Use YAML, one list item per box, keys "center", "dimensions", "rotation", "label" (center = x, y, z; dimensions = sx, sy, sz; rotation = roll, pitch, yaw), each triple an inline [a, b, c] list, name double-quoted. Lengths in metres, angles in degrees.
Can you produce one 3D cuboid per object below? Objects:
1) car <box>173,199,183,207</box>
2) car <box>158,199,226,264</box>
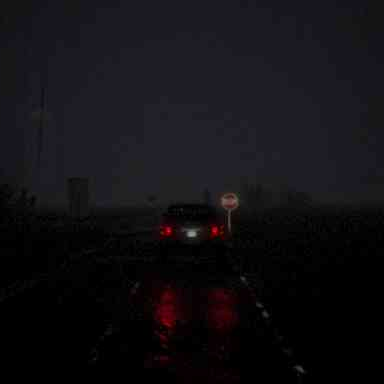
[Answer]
- center: [-2.740, 2.231, 67.358]
  dimensions: [1.837, 1.490, 4.892]
  rotation: [0, 0, 0]
  label: "car"
- center: [0.015, 1.356, 12.579]
  dimensions: [2.150, 2.045, 5.566]
  rotation: [0, 0, 0]
  label: "car"
